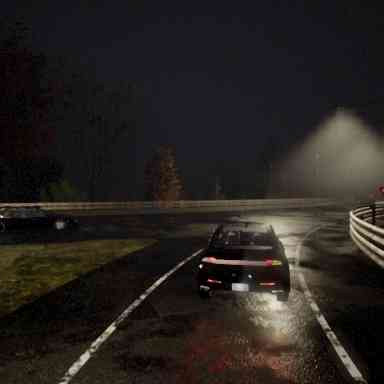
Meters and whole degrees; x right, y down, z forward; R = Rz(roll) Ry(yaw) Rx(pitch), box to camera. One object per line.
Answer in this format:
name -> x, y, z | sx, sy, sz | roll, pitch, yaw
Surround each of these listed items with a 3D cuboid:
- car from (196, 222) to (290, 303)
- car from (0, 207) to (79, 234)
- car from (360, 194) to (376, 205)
car -> 1.344, 1.491, 8.330 | 2.128, 1.511, 4.902 | 0, 0, 11
car -> -9.328, 1.547, 19.004 | 5.357, 1.411, 2.033 | 0, 0, -22
car -> 31.268, 1.561, 58.978 | 1.994, 1.385, 4.181 | 0, 0, 37
